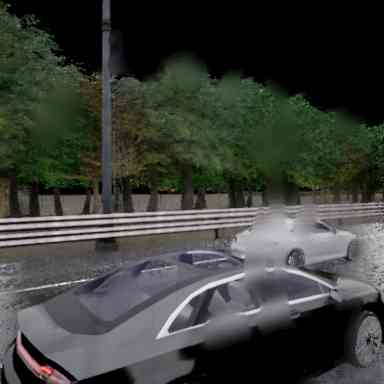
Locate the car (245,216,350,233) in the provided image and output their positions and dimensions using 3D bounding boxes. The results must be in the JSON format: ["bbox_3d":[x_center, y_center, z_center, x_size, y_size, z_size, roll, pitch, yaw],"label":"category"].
[{"bbox_3d":[3.291,1.484,10.279,4.674,1.442,1.812,0,0,-35],"label":"car"}]

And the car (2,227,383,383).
[{"bbox_3d":[0.503,1.478,4.065,4.902,1.511,2.128,0,0,-35],"label":"car"}]
